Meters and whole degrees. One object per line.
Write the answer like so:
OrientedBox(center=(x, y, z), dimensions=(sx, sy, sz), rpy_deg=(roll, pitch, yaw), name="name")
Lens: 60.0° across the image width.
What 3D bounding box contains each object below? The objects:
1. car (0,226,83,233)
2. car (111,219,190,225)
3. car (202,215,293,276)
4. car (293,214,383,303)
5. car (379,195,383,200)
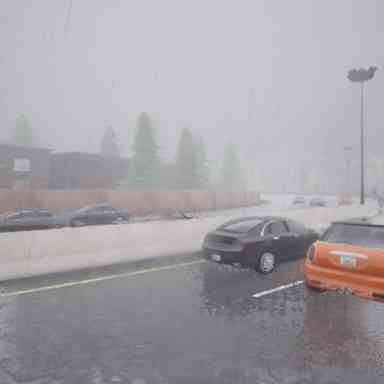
OrientedBox(center=(-8.074, 1.549, 15.642), dimensions=(4.902, 1.511, 2.128), rpy_deg=(0, 0, -38), name="car")
OrientedBox(center=(-1.598, 1.622, 16.378), dimensions=(4.718, 1.301, 1.895), rpy_deg=(0, 0, -41), name="car")
OrientedBox(center=(2.496, 1.499, 10.489), dimensions=(4.892, 1.490, 1.837), rpy_deg=(0, 0, -40), name="car")
OrientedBox(center=(4.610, 1.332, 7.726), dimensions=(4.553, 1.767, 2.097), rpy_deg=(0, 0, -40), name="car")
OrientedBox(center=(44.903, 1.207, 76.461), dimensions=(1.882, 1.535, 5.008), rpy_deg=(0, 0, 6), name="car")
